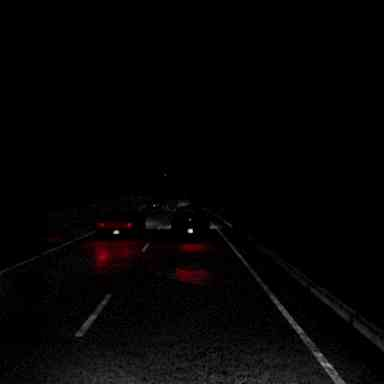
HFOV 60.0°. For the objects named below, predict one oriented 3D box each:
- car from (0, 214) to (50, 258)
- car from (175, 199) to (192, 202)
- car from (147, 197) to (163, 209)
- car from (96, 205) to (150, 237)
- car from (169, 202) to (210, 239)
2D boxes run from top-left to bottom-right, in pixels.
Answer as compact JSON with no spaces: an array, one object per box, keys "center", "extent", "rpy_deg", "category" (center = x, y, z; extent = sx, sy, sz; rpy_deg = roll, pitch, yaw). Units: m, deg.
[{"center":[-7.143,1.532,12.326],"extent":[2.033,1.411,5.357],"rpy_deg":[0,0,0],"category":"car"},{"center":[-0.955,1.472,37.352],"extent":[1.812,1.442,4.674],"rpy_deg":[0,0,-3],"category":"car"},{"center":[-4.892,1.442,43.870],"extent":[1.837,1.490,4.892],"rpy_deg":[0,0,-4],"category":"car"},{"center":[-3.609,1.576,17.793],"extent":[1.895,1.301,4.718],"rpy_deg":[0,0,-1],"category":"car"},{"center":[-0.112,1.481,17.332],"extent":[1.837,1.490,4.892],"rpy_deg":[0,0,-1],"category":"car"}]
